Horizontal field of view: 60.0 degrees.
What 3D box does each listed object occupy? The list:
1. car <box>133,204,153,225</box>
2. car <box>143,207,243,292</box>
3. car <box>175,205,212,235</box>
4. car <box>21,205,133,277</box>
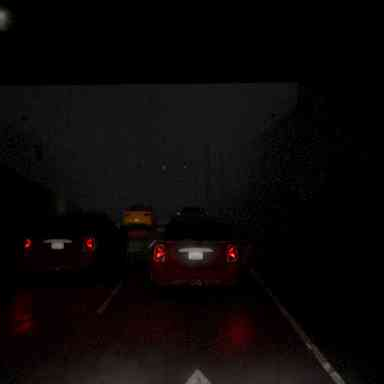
[{"bbox_3d":[-3.520,1.581,23.026,1.882,1.535,5.008,0,0,-2],"label":"car"},{"bbox_3d":[0.088,1.394,9.250,2.097,1.767,4.553,0,0,0],"label":"car"},{"bbox_3d":[0.067,1.641,20.918,2.033,1.411,5.357,0,0,0],"label":"car"},{"bbox_3d":[-3.408,1.400,10.563,2.097,1.767,4.553,0,0,0],"label":"car"}]
